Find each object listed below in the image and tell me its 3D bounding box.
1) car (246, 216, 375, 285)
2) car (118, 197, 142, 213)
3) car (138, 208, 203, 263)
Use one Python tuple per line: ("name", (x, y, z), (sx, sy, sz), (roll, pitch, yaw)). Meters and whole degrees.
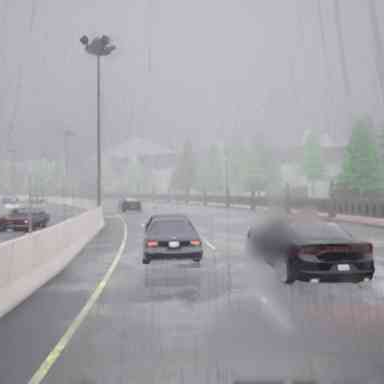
("car", (2.943, 1.410, 9.391), (1.882, 1.535, 5.008), (0, 0, -5))
("car", (-6.604, 1.285, 34.949), (1.882, 1.535, 5.008), (0, 0, -20))
("car", (-0.802, 1.478, 11.713), (2.033, 1.411, 5.357), (0, 0, -7))
